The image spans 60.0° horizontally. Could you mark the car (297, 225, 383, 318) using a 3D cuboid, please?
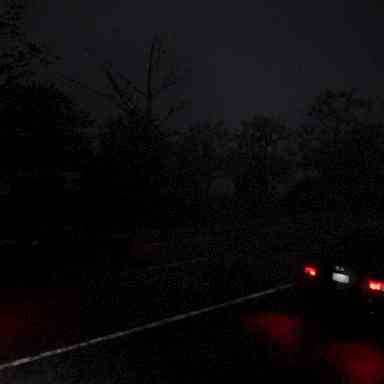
[{"bbox_3d":[4.485,1.406,6.947,5.357,1.411,2.033,-2,1,-36],"label":"car"}]

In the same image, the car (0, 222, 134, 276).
[{"bbox_3d":[-4.197,1.578,9.595,4.718,1.301,1.895,-1,1,-35],"label":"car"}]
